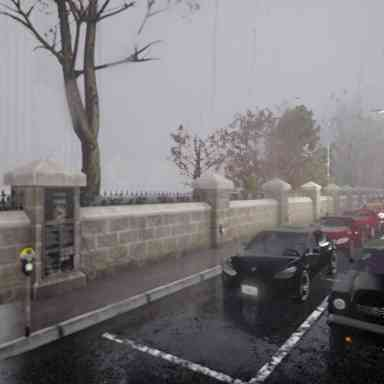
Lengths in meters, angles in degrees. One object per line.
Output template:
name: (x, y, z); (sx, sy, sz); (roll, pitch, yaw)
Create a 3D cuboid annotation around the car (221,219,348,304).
car: (2.383, 1.566, 8.353); (1.947, 1.339, 4.313); (0, 0, 35)

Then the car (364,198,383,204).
car: (12.019, 1.453, 22.221); (1.967, 1.590, 4.097); (0, 0, 35)

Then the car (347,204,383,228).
car: (8.807, 1.550, 17.599); (1.887, 1.381, 4.507); (0, 0, 35)

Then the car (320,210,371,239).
car: (5.595, 1.583, 12.977); (1.802, 1.307, 4.206); (0, 0, 35)

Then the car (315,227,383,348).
car: (3.806, 1.602, 5.860); (1.895, 1.301, 4.718); (0, 0, 35)
